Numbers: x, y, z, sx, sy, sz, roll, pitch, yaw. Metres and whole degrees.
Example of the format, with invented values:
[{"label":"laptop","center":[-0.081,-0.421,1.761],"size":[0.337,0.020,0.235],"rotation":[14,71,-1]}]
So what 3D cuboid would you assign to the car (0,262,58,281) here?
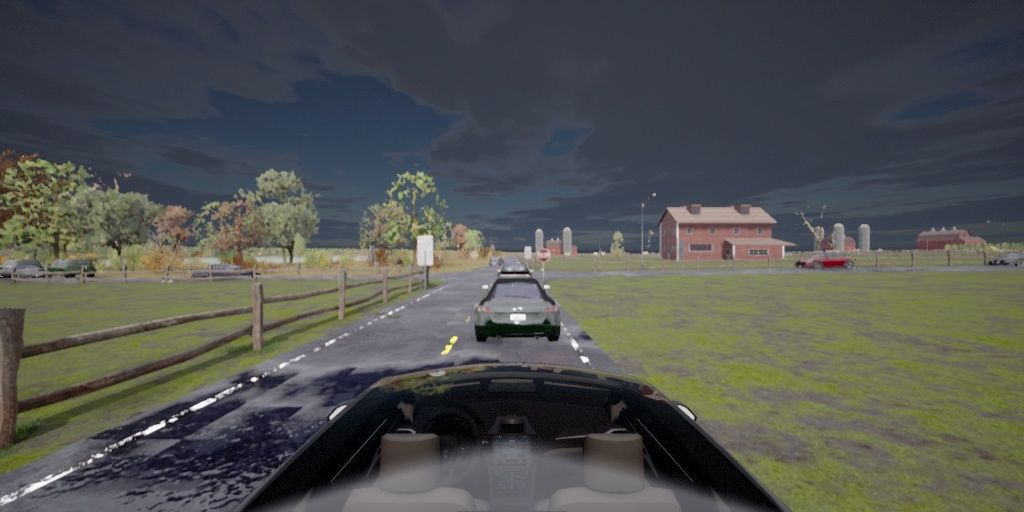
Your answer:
[{"label":"car","center":[-48.343,1.673,35.535],"size":[4.902,1.511,2.128],"rotation":[-1,1,16]}]

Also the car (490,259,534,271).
[{"label":"car","center":[0.175,1.130,19.529],"size":[2.128,1.511,4.902],"rotation":[0,0,1]}]

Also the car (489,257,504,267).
[{"label":"car","center":[-2.703,0.929,57.809],"size":[1.812,1.442,4.674],"rotation":[0,0,0]}]

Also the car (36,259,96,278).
[{"label":"car","center":[-47.225,1.359,38.203],"size":[5.566,2.045,2.150],"rotation":[-1,1,17]}]

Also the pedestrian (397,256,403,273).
[{"label":"pedestrian","center":[-12.083,0.937,38.522],"size":[0.375,1.860,0.375],"rotation":[0,2,1]}]

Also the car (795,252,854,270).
[{"label":"car","center":[30.451,0.420,35.071],"size":[4.553,1.767,2.097],"rotation":[-1,1,1]}]

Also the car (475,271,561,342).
[{"label":"car","center":[0.118,1.264,9.657],"size":[1.994,1.385,4.181],"rotation":[0,0,0]}]

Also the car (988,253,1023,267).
[{"label":"car","center":[49.227,0.386,34.792],"size":[4.181,1.385,1.994],"rotation":[-1,1,1]}]

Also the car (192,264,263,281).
[{"label":"car","center":[-25.964,1.459,32.732],"size":[5.357,1.411,2.033],"rotation":[-1,1,1]}]
